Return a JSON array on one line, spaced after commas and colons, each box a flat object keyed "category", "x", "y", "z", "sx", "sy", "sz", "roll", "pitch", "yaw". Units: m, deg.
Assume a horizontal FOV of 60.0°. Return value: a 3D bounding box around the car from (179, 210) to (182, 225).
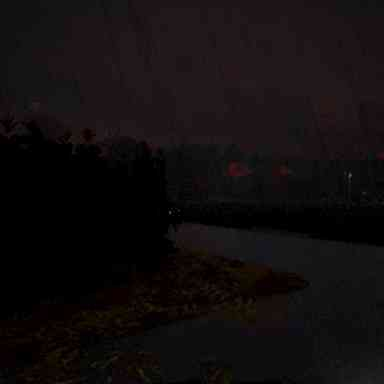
[{"category": "car", "x": -2.564, "y": 1.499, "z": 25.271, "sx": 2.097, "sy": 1.767, "sz": 4.553, "roll": -1, "pitch": 0, "yaw": -27}]
